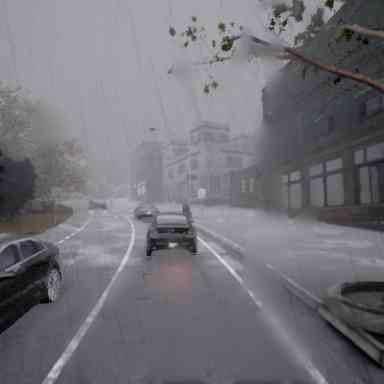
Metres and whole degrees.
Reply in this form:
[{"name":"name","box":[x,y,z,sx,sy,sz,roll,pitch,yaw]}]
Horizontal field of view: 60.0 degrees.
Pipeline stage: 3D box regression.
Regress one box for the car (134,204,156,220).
[{"name":"car","box":[-4.154,1.732,30.228,1.994,1.385,4.181,1,-1,-15]}]

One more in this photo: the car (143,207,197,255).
[{"name":"car","box":[-0.926,1.569,13.632,1.837,1.490,4.892,1,0,-7]}]

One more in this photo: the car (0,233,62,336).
[{"name":"car","box":[-3.634,1.509,5.373,2.128,1.511,4.902,0,0,-4]}]

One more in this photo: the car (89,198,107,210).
[{"name":"car","box":[-12.563,1.604,44.482,1.882,1.535,5.008,2,-1,-23]}]
